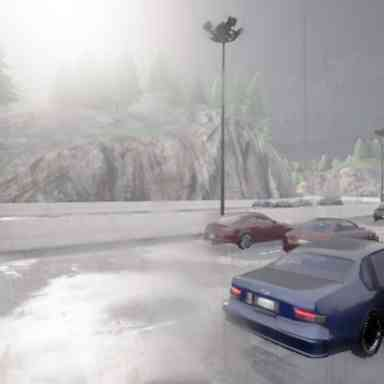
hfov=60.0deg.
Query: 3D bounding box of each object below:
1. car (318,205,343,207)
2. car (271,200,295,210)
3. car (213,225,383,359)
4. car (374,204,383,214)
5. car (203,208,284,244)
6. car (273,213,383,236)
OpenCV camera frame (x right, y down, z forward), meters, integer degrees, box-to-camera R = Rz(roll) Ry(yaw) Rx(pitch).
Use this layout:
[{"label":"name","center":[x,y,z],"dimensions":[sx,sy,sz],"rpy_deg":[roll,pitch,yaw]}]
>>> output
[{"label":"car","center":[18.839,1.559,45.456],"dimensions":[2.150,2.045,5.566],"rpy_deg":[0,0,41]},{"label":"car","center":[13.790,1.892,50.343],"dimensions":[1.994,1.385,4.181],"rpy_deg":[0,0,41]},{"label":"car","center":[2.998,1.595,6.089],"dimensions":[5.357,1.411,2.033],"rpy_deg":[1,0,-38]},{"label":"car","center":[16.459,1.726,27.211],"dimensions":[4.902,1.511,2.128],"rpy_deg":[1,0,-45]},{"label":"car","center":[2.582,1.612,14.726],"dimensions":[4.674,1.442,1.812],"rpy_deg":[1,0,-39]},{"label":"car","center":[5.239,1.656,12.399],"dimensions":[4.181,1.385,1.994],"rpy_deg":[1,0,-39]}]
